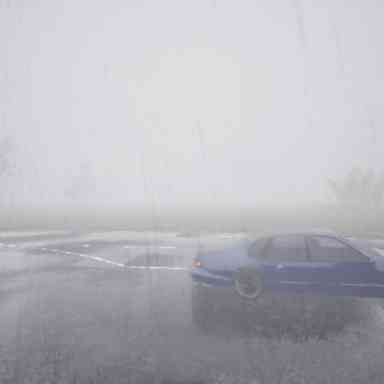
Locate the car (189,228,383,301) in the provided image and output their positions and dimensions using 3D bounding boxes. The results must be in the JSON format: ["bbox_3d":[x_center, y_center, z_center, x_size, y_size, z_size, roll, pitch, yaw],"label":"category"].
[{"bbox_3d":[2.662,1.541,7.488,5.357,1.411,2.033,-1,0,13],"label":"car"}]
